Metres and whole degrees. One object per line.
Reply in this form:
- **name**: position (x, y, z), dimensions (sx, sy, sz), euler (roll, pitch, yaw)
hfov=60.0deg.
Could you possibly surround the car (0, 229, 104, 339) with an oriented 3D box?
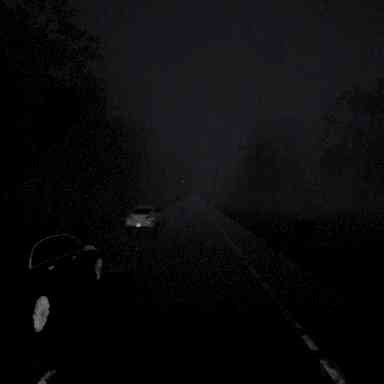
- **car**: position (-3.188, 1.497, 6.556), dimensions (1.837, 1.490, 4.892), euler (0, 0, 2)

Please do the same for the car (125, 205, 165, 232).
- **car**: position (-2.731, 1.505, 19.862), dimensions (1.812, 1.442, 4.674), euler (0, 0, 2)
